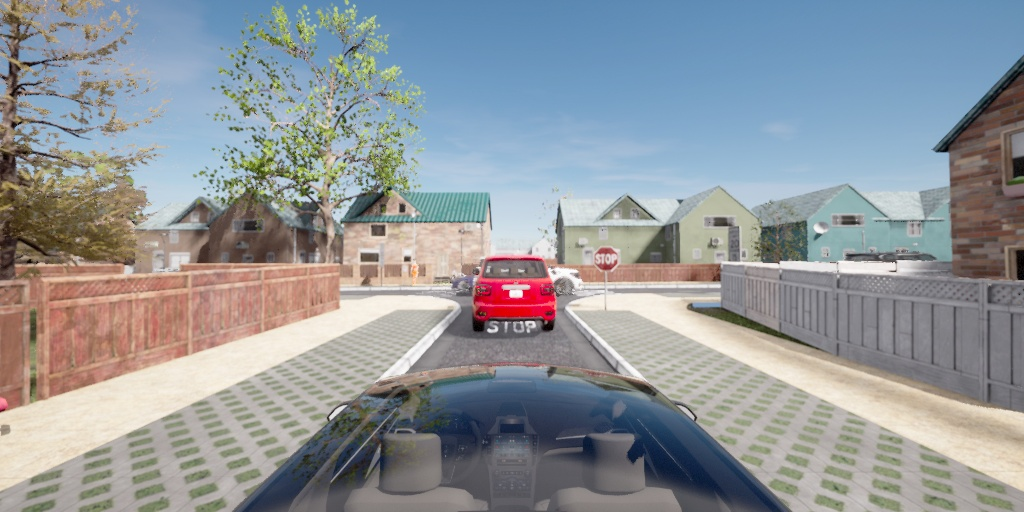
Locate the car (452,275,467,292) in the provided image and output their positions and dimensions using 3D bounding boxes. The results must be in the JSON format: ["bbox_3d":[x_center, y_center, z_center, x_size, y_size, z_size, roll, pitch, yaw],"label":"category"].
[{"bbox_3d":[-1.519,1.434,21.643,4.181,1.385,1.994,0,-1,1],"label":"car"}]

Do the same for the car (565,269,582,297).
[{"bbox_3d":[0.787,1.014,18.659,5.566,2.045,2.150,0,-1,1],"label":"car"}]

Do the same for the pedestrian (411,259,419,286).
[{"bbox_3d":[-6.690,1.135,24.639,0.375,1.860,0.375,0,-1,1],"label":"pedestrian"}]

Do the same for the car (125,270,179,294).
[{"bbox_3d":[-20.871,1.594,21.917,4.674,1.442,1.812,-1,-2,1],"label":"car"}]

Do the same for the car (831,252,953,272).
[{"bbox_3d":[20.110,0.824,18.403,5.566,2.045,2.150,0,-2,1],"label":"car"}]

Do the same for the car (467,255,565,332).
[{"bbox_3d":[-0.050,0.983,11.116,2.150,2.045,5.566,0,0,-3],"label":"car"}]

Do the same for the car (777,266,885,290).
[{"bbox_3d":[18.858,1.291,21.360,4.718,1.301,1.895,0,-2,1],"label":"car"}]

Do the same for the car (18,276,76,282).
[{"bbox_3d":[-25.260,1.565,19.031,4.674,1.442,1.812,-1,-2,1],"label":"car"}]
